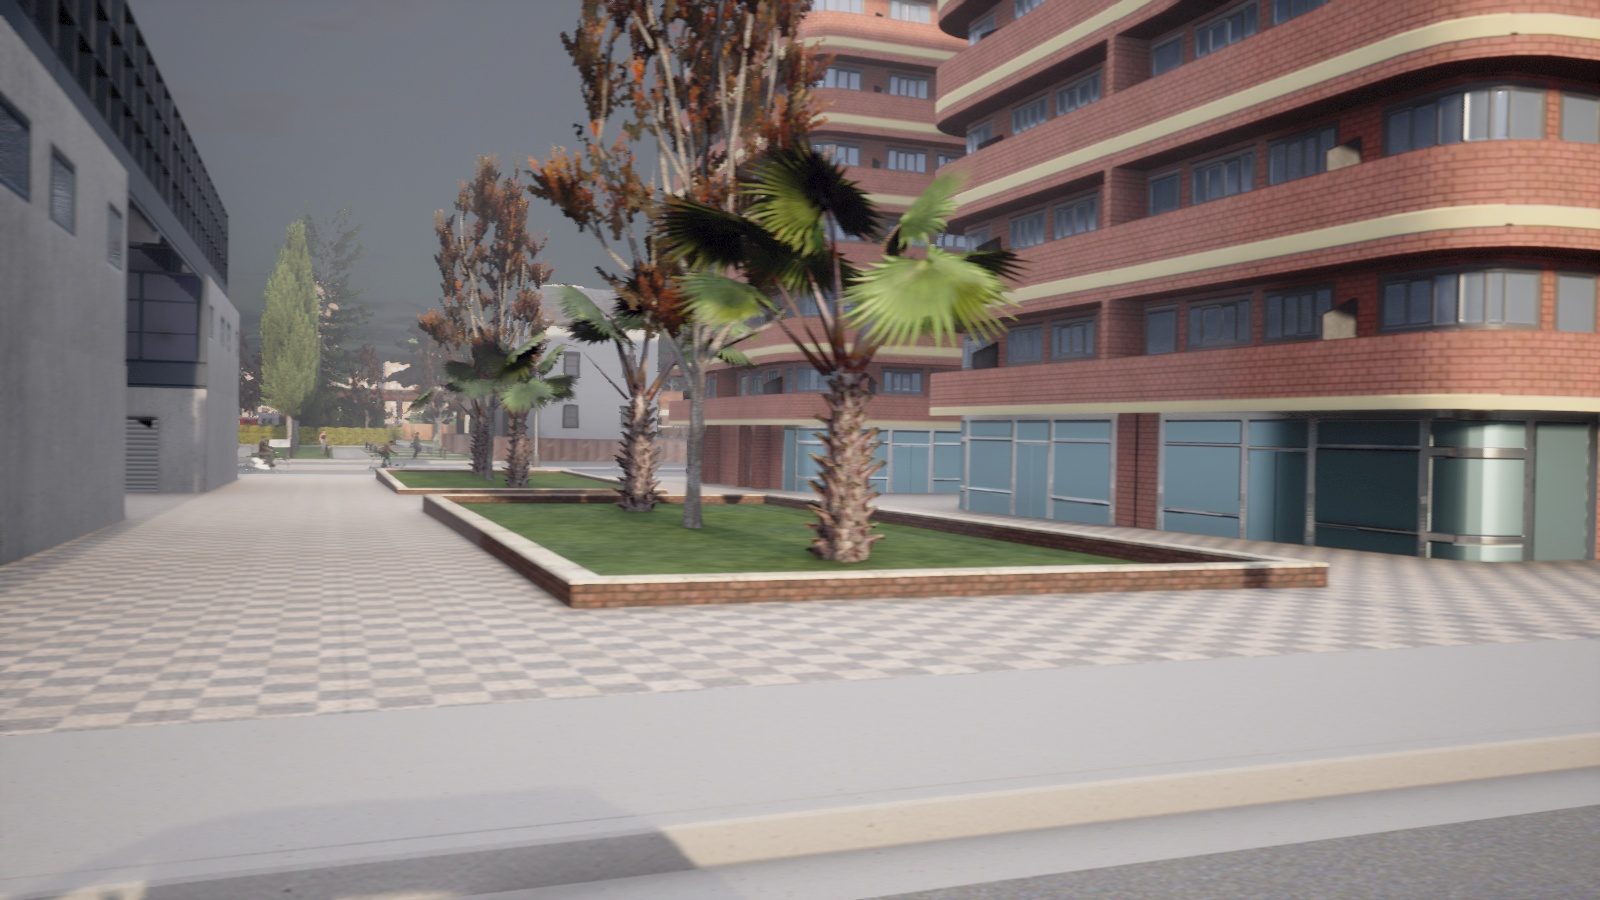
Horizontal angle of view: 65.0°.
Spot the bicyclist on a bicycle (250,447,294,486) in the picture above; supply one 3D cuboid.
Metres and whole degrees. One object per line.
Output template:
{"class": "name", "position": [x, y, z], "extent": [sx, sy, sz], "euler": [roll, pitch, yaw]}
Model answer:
{"class": "bicyclist on a bicycle", "position": [-24.715, 0.762, 58.825], "extent": [1.843, 1.776, 0.659], "euler": [-1, 1, -21]}
